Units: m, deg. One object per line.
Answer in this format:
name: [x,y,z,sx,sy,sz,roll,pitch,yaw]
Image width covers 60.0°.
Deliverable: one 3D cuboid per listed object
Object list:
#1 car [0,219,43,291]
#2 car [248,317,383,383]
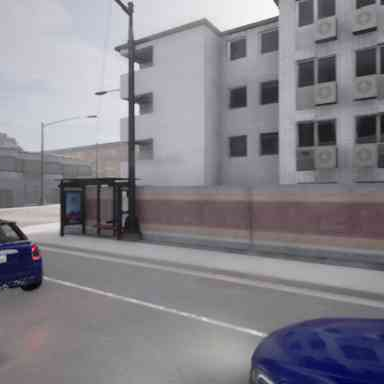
car: [-5.581,1.372,7.846,4.553,1.767,2.097,0,0,35]
car: [2.619,1.524,2.080,4.674,1.442,1.812,0,0,36]
